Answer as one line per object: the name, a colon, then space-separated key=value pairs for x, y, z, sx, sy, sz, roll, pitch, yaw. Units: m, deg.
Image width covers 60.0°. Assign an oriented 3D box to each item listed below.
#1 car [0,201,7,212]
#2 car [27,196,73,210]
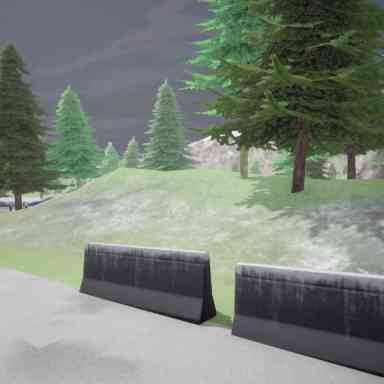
car: x=-21.870 y=1.398 z=34.400 sx=2.128 sy=1.511 sz=4.902 roll=0 pitch=0 yaw=42
car: x=-18.462 y=1.374 z=42.803 sx=5.008 sy=1.535 sz=1.882 roll=0 pitch=0 yaw=-42
